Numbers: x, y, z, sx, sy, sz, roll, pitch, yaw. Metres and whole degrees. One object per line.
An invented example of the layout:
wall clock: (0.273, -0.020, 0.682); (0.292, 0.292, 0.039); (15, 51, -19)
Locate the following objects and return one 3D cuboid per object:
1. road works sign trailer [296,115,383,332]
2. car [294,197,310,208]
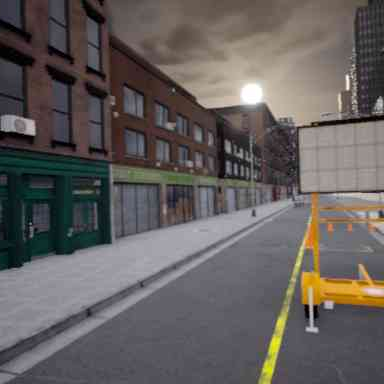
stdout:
road works sign trailer: (3.292, 0.404, 6.287); (2.380, 3.560, 2.880); (-2, 0, 21)
car: (15.306, 1.439, 46.214); (1.994, 1.385, 4.181); (-2, -1, 21)
